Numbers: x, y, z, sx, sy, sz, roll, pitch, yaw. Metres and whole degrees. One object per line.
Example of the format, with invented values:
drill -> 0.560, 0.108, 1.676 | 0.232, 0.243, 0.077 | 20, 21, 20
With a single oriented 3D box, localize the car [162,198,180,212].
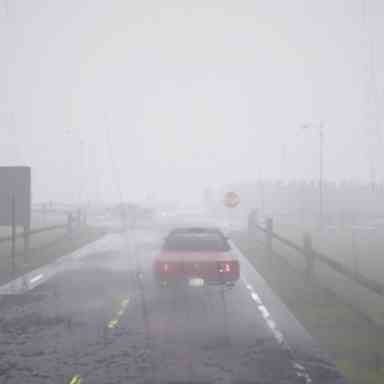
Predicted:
car -> -2.838, 1.801, 42.558 | 1.994, 1.385, 4.181 | 0, 0, -1

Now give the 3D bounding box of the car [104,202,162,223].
car -> -5.156, 1.570, 27.059 | 5.008, 1.535, 1.882 | 2, -2, 39

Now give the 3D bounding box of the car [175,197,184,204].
car -> -2.728, 1.909, 73.819 | 1.882, 1.535, 5.008 | 0, 0, 0

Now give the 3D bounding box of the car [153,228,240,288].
car -> 0.104, 1.651, 9.343 | 1.895, 1.301, 4.718 | 0, 0, 0

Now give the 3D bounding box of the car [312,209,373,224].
car -> 12.983, 2.104, 29.030 | 4.718, 1.301, 1.895 | 1, -1, 2

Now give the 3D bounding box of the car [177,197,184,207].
car -> -2.784, 1.885, 58.789 | 2.033, 1.411, 5.357 | 0, 0, 1
